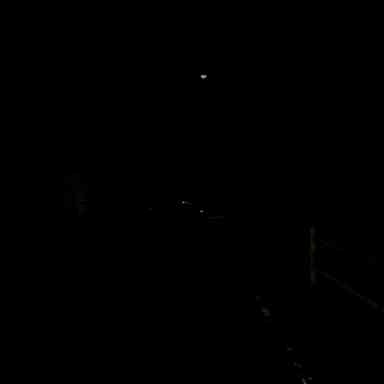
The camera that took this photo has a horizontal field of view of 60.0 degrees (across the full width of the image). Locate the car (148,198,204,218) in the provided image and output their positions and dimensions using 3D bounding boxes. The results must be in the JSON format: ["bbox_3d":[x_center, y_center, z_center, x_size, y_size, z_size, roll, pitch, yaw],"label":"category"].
[{"bbox_3d":[-1.379,1.566,29.121,4.892,1.490,1.837,0,0,0],"label":"car"}]

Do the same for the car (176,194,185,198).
[{"bbox_3d":[-2.747,1.218,80.969,1.882,1.535,5.008,0,0,0],"label":"car"}]
